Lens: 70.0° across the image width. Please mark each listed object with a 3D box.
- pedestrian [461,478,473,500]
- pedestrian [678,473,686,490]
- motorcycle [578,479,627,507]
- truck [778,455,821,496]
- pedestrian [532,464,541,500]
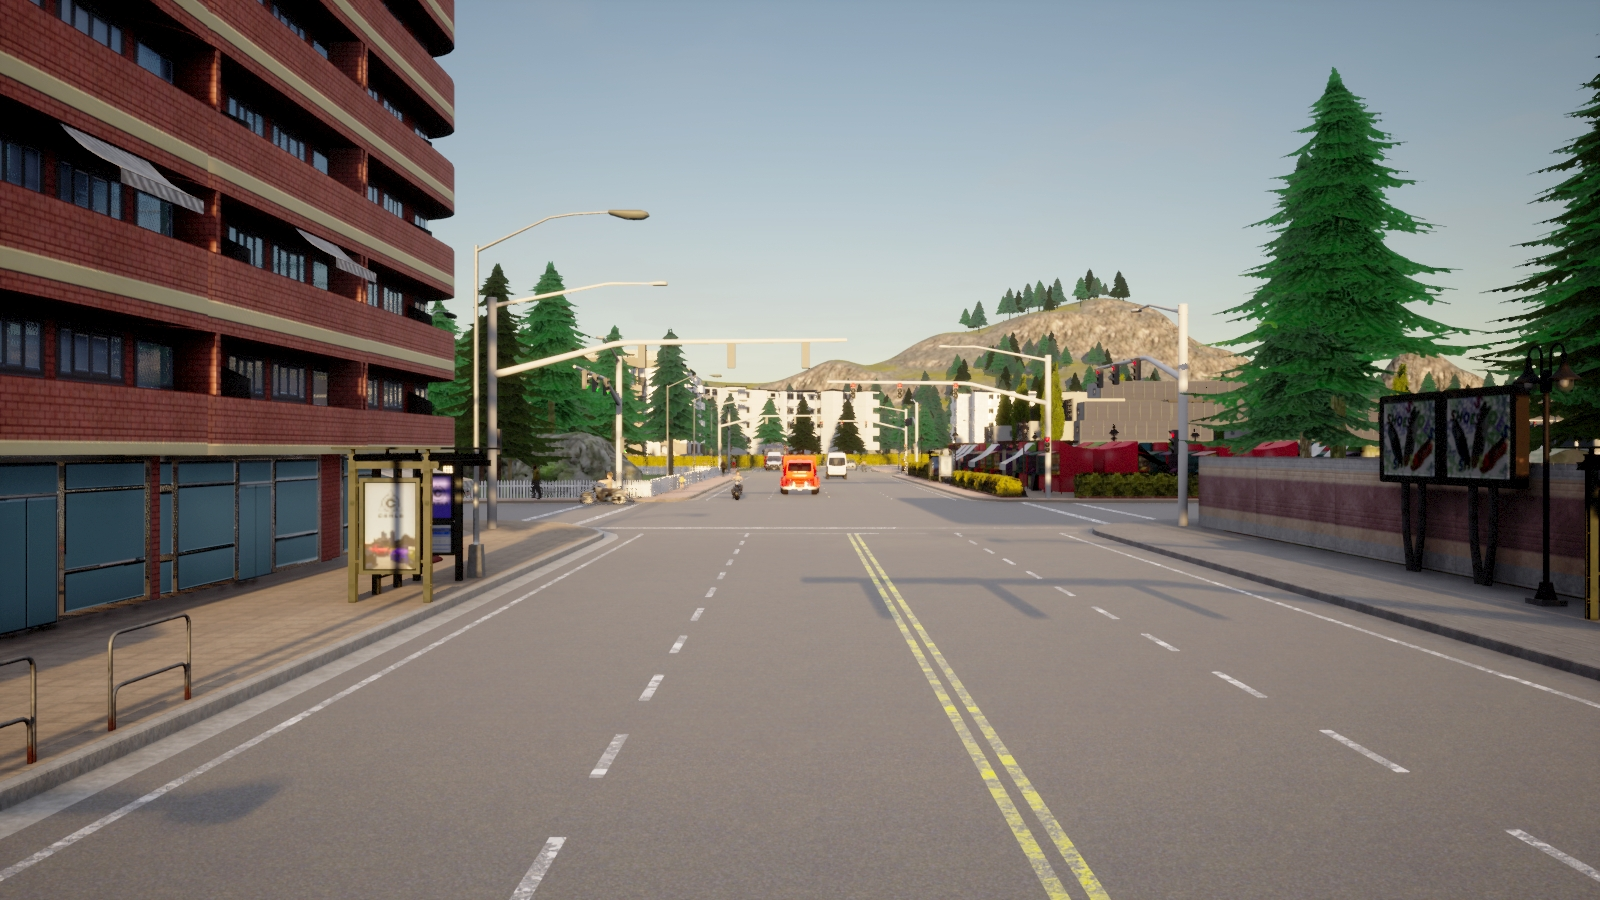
[{"bbox_3d":[-17.227,2.024,59.101,0.500,1.100,0.500,0,0,-22],"label":"pedestrian"},{"bbox_3d":[-7.750,2.080,75.032,0.500,1.100,0.500,0,0,0],"label":"pedestrian"},{"bbox_3d":[-9.713,2.106,56.253,2.356,1.307,0.764,0,0,-4],"label":"motorcycle"},{"bbox_3d":[-0.006,1.572,72.542,2.627,2.467,5.204,0,0,0],"label":"truck"},{"bbox_3d":[-13.637,1.644,59.096,0.375,1.860,0.375,0,0,-2],"label":"pedestrian"}]
